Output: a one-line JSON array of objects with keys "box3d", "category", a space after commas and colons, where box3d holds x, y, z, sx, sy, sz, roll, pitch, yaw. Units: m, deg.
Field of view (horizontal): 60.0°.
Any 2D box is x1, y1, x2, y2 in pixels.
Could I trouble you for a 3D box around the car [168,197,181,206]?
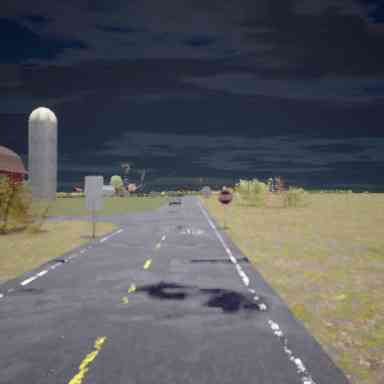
[{"box3d": [-2.766, 1.555, 54.519, 1.994, 1.385, 4.181, 0, 1, 0], "category": "car"}]
